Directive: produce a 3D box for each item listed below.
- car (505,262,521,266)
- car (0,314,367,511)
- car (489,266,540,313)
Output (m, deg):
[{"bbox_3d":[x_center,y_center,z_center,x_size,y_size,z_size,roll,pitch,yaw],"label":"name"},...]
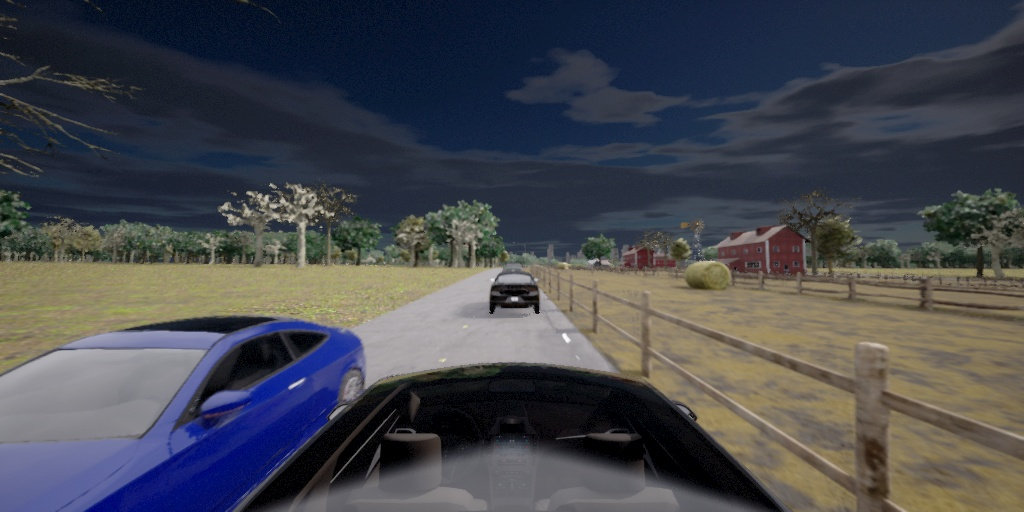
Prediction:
[{"bbox_3d":[0.102,1.395,35.054,2.097,1.767,4.553,0,0,0],"label":"car"},{"bbox_3d":[-2.750,1.289,2.872,1.812,1.442,4.674,0,-1,0],"label":"car"},{"bbox_3d":[0.097,1.361,14.884,1.882,1.535,5.008,0,-1,0],"label":"car"}]
